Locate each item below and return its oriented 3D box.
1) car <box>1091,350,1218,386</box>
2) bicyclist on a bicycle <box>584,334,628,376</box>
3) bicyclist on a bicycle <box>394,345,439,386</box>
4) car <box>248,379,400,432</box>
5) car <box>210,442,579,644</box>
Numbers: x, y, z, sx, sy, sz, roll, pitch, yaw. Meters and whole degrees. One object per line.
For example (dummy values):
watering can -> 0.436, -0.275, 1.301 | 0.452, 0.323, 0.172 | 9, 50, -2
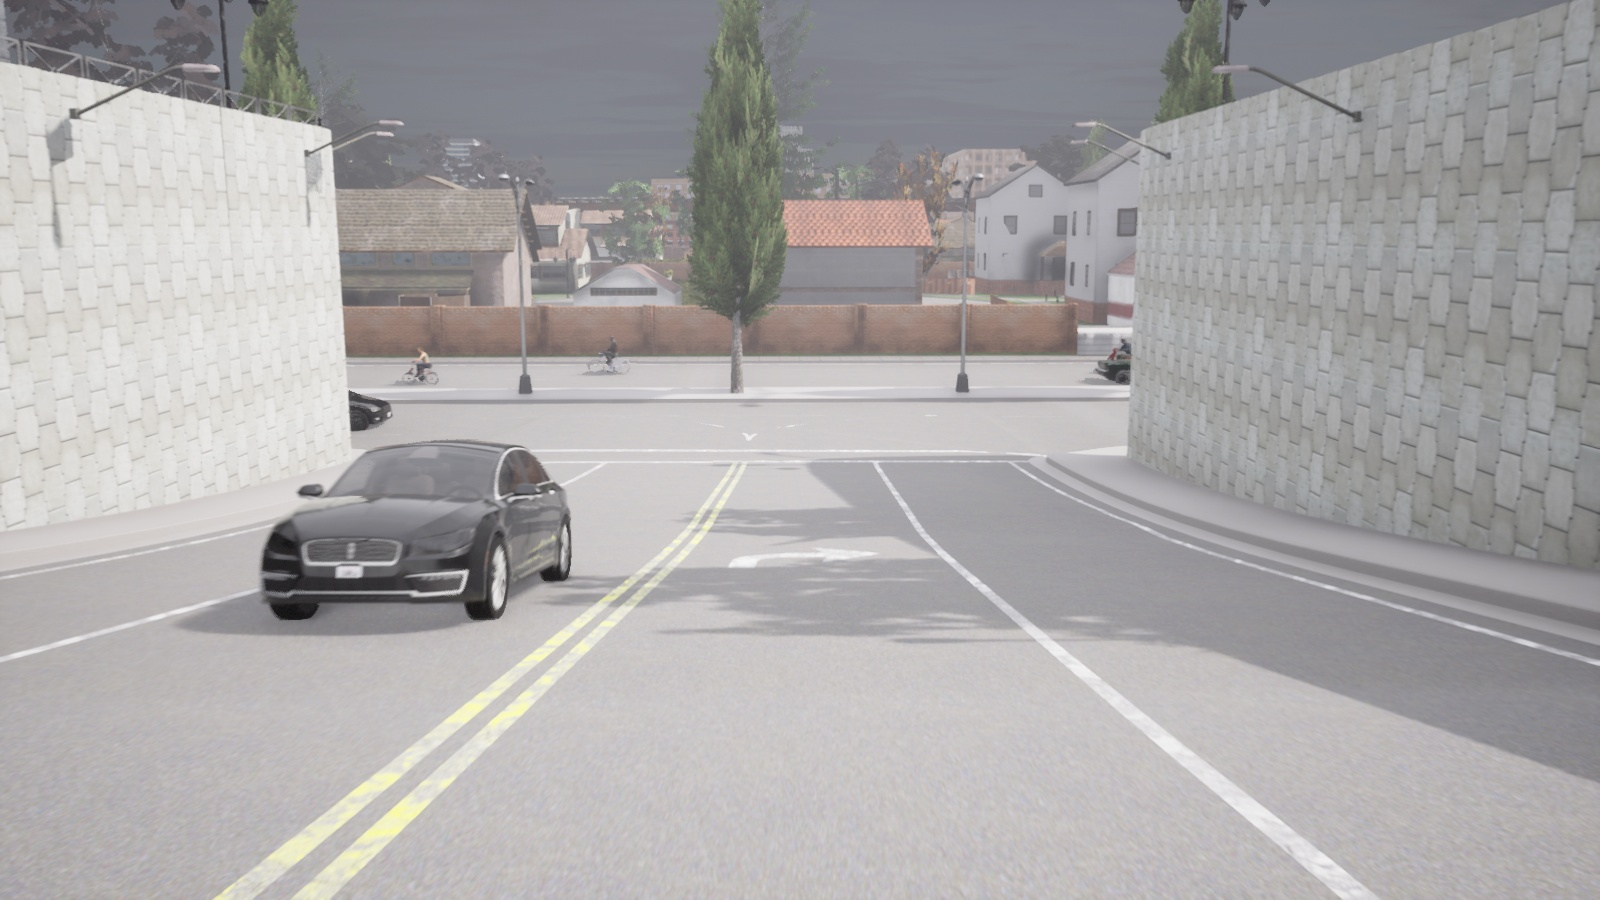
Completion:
car -> 14.815, -3.445, 52.621 | 4.718, 1.301, 1.895 | 0, 10, -1
bicyclist on a bicycle -> -8.598, -4.212, 55.691 | 1.843, 1.776, 0.659 | 0, 10, -1
bicyclist on a bicycle -> -15.908, -3.525, 52.153 | 1.509, 1.612, 0.866 | 0, 10, -1
car -> -15.420, -1.467, 40.836 | 4.193, 1.474, 1.816 | 0, 10, -1
car -> -3.419, 0.675, 11.697 | 1.837, 1.490, 4.892 | 0, 0, 0
